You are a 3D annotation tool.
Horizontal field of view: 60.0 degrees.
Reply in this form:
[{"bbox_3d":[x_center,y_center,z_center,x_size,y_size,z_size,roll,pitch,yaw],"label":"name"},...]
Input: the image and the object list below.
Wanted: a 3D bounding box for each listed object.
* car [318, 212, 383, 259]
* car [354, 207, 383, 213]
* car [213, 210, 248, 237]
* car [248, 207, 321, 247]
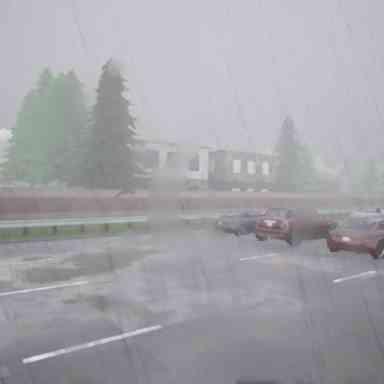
[{"bbox_3d":[7.327,1.719,13.372,4.181,1.385,1.994,1,0,-35],"label":"car"},{"bbox_3d":[15.267,1.923,27.632,4.718,1.301,1.895,1,0,-35],"label":"car"},{"bbox_3d":[3.222,1.719,19.039,4.181,1.385,1.994,1,0,-35],"label":"car"},{"bbox_3d":[5.230,1.505,16.173,4.553,1.767,2.097,1,-1,-35],"label":"car"}]
